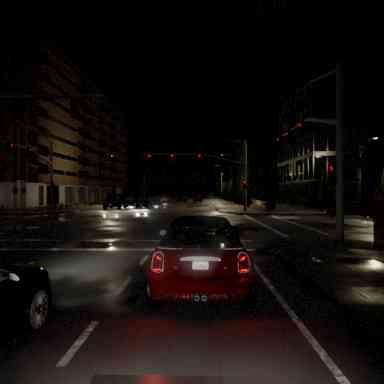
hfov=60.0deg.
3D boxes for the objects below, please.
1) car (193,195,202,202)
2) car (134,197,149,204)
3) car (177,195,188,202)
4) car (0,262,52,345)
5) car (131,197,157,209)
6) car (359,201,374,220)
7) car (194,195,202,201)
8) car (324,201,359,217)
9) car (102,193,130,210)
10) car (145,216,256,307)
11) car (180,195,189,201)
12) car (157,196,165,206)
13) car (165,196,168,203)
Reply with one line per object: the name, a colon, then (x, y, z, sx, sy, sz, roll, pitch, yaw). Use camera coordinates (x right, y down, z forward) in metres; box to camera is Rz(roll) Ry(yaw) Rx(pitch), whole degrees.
car: (1.271, 1.471, 73.859, 1.882, 1.535, 5.008, 0, 0, 2)
car: (-9.595, 1.595, 63.550, 1.895, 1.301, 4.718, 0, 0, 2)
car: (-2.228, 1.517, 73.881, 2.128, 1.511, 4.902, 0, 0, 2)
car: (-3.395, 1.491, 3.911, 2.128, 1.511, 4.902, 0, 0, 1)
car: (-6.601, 1.488, 46.202, 2.128, 1.511, 4.902, 0, 0, 1)
car: (16.702, 1.600, 26.497, 5.357, 1.411, 2.033, 0, 0, 1)
car: (1.576, 1.470, 84.013, 1.882, 1.535, 5.008, 0, 0, 2)
car: (14.516, 1.544, 30.045, 4.902, 1.511, 2.128, 0, 0, 1)
car: (-10.149, 1.218, 44.114, 2.150, 2.045, 5.566, 0, 0, 1)
car: (0.223, 1.351, 8.139, 2.097, 1.767, 4.553, 0, 0, 2)
car: (-1.927, 1.532, 83.967, 2.033, 1.411, 5.357, 0, 0, 2)
car: (-6.332, 1.542, 56.568, 2.033, 1.411, 5.357, 0, 0, 2)
car: (-5.966, 1.519, 66.841, 1.812, 1.442, 4.674, 0, 0, 2)
